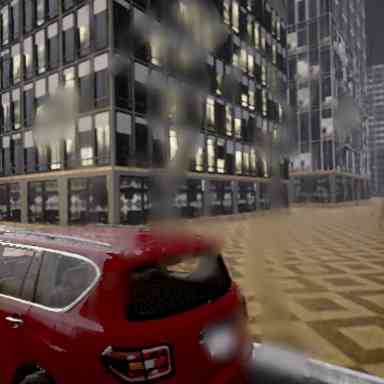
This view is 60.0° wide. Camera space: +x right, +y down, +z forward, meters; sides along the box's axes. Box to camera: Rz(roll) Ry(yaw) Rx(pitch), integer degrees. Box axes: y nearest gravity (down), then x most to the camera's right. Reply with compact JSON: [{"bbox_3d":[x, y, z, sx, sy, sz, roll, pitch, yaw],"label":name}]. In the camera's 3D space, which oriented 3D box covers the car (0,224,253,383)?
[{"bbox_3d":[-1.713,1.333,4.119,5.009,1.841,2.192,0,-1,36],"label":"car"}]
